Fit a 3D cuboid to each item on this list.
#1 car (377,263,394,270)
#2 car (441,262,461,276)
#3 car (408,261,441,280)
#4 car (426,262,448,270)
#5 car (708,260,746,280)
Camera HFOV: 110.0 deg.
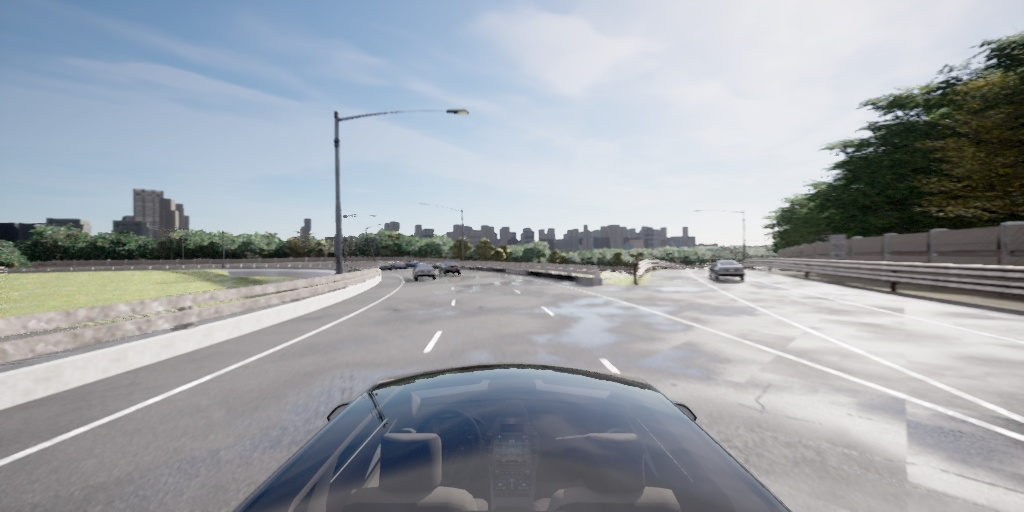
[{"bbox_3d":[-22.223,1.820,61.209,1.895,1.301,4.718,-1,0,-35],"label":"car"},{"bbox_3d":[-7.087,1.416,40.395,1.837,1.490,4.892,0,-1,-21],"label":"car"},{"bbox_3d":[-8.445,1.482,34.217,2.033,1.411,5.357,-1,0,-19],"label":"car"},{"bbox_3d":[-12.342,1.627,58.941,1.895,1.301,4.718,-1,0,-34],"label":"car"},{"bbox_3d":[15.839,1.007,26.632,2.033,1.411,5.357,-1,0,22],"label":"car"}]
